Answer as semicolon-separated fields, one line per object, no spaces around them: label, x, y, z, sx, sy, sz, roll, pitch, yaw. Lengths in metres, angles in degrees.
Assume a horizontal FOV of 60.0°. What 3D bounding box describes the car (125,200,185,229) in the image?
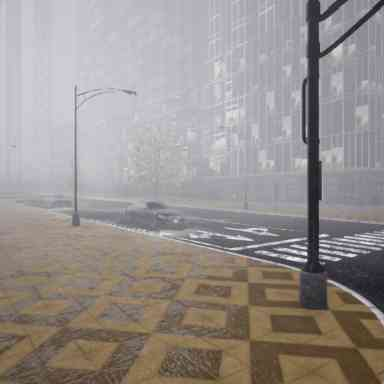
car;-2.297;1.237;19.551;1.812;1.442;4.674;0;1;-38

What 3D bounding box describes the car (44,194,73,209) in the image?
car;-13.800;0.921;34.247;1.994;1.385;4.181;0;1;-38
